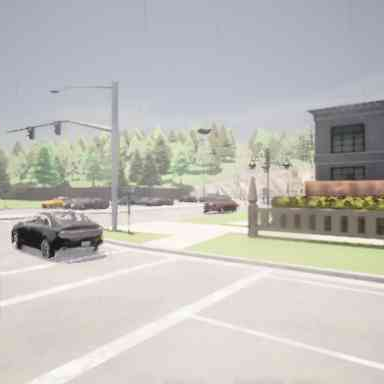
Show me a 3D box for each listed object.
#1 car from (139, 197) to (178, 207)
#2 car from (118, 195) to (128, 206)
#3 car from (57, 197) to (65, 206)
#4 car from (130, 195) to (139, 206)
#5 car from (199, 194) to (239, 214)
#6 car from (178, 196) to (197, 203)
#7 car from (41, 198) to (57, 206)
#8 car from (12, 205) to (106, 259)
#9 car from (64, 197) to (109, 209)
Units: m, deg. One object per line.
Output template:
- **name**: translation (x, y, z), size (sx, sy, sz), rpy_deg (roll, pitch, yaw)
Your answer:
- **car**: translation (-4.897, 1.522, 50.020), size (2.033, 1.411, 5.357), rpy_deg (0, 0, 36)
- **car**: translation (-10.491, 1.322, 54.197), size (2.097, 1.767, 4.553), rpy_deg (0, 0, 36)
- **car**: translation (-14.346, 1.464, 42.992), size (2.128, 1.511, 4.902), rpy_deg (0, 0, 36)
- **car**: translation (-7.060, 1.521, 52.968), size (2.033, 1.411, 5.357), rpy_deg (0, 0, 36)
- **car**: translation (3.161, 1.339, 35.304), size (2.097, 1.767, 4.553), rpy_deg (0, 0, 36)
- **car**: translation (-0.928, 1.448, 67.203), size (1.882, 1.535, 5.008), rpy_deg (0, 0, 36)
- **car**: translation (-17.559, 1.448, 44.522), size (1.882, 1.535, 5.008), rpy_deg (0, 0, 36)
- **car**: translation (-5.219, 1.483, 12.631), size (4.902, 1.511, 2.128), rpy_deg (0, 0, 44)
- **car**: translation (-12.233, 1.467, 39.959), size (2.128, 1.511, 4.902), rpy_deg (0, 0, 36)
